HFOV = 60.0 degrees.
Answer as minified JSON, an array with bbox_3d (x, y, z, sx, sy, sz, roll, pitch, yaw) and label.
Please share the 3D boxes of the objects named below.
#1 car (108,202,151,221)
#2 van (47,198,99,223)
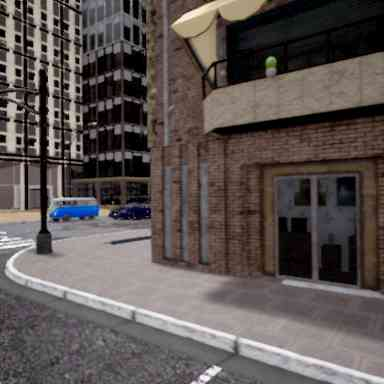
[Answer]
[{"bbox_3d":[-4.787,1.550,27.314,1.994,1.385,4.181,-1,-1,36],"label":"car"},{"bbox_3d":[-9.127,1.359,25.714,1.690,1.788,3.998,-1,-1,36],"label":"van"}]
